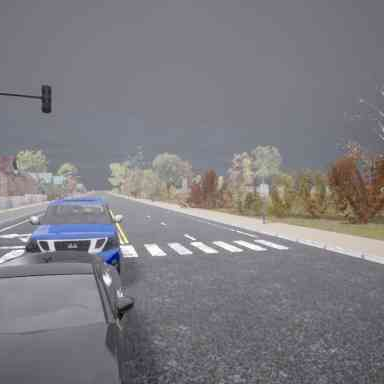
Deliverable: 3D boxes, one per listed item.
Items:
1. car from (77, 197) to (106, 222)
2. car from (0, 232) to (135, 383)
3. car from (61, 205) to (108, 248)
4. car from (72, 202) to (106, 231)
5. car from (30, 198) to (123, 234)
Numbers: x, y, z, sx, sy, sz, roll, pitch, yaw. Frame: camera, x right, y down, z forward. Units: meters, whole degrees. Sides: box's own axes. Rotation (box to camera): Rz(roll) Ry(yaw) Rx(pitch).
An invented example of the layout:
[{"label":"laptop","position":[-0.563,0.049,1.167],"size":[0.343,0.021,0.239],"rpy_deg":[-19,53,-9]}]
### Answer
[{"label":"car","position":[-8.219,1.337,27.482],"size":[2.097,1.767,4.553],"rpy_deg":[0,0,-16]},{"label":"car","position":[-1.700,1.524,3.868],"size":[1.812,1.442,4.674],"rpy_deg":[0,0,-13]},{"label":"car","position":[-5.045,1.498,16.016],"size":[1.837,1.490,4.892],"rpy_deg":[0,0,-15]},{"label":"car","position":[-6.636,1.468,21.755],"size":[1.882,1.535,5.008],"rpy_deg":[0,0,-16]},{"label":"car","position":[-3.364,1.218,9.951],"size":[2.150,2.045,5.566],"rpy_deg":[0,0,-15]}]
